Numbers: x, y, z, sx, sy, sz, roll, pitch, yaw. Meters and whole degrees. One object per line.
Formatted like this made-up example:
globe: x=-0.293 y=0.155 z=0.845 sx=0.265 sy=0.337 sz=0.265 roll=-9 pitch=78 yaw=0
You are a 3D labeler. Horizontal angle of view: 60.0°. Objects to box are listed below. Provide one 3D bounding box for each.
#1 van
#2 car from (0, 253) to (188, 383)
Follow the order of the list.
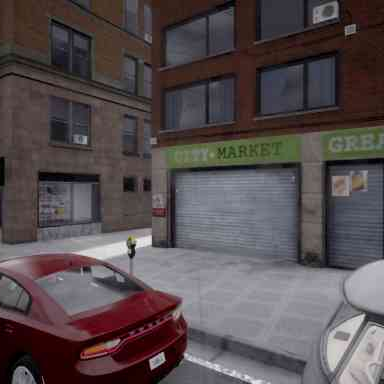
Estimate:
van: x=2.450 y=1.341 z=1.329 sx=3.998 sy=1.788 sz=1.690 roll=0 pitch=0 yaw=35
car: x=-2.160 y=1.544 z=4.615 sx=4.507 sy=1.381 sz=1.887 roll=0 pitch=0 yaw=35
